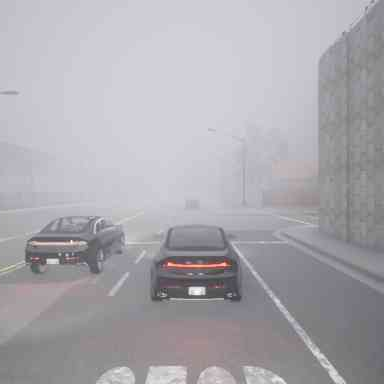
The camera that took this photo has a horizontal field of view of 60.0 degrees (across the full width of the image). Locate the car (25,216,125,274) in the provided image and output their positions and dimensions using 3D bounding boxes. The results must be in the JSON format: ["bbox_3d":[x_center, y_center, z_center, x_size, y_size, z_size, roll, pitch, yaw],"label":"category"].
[{"bbox_3d":[-3.421,1.492,10.581,2.128,1.511,4.902,0,0,0],"label":"car"}]

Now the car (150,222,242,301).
[{"bbox_3d":[0.084,1.505,8.311,1.837,1.490,4.892,0,0,0],"label":"car"}]

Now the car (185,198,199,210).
[{"bbox_3d":[0.011,1.491,43.637,2.128,1.511,4.902,0,0,0],"label":"car"}]
